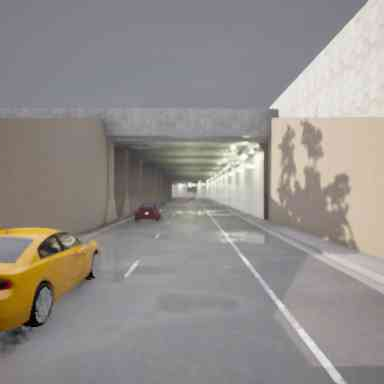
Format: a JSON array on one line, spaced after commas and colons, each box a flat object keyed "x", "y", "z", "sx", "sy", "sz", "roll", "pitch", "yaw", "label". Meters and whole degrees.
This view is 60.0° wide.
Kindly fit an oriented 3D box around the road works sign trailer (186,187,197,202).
[{"x": -0.018, "y": 0.478, "z": 80.323, "sx": 2.380, "sy": 3.560, "sz": 2.880, "roll": 0, "pitch": 0, "yaw": 0, "label": "road works sign trailer"}]

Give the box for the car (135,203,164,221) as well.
[{"x": -3.412, "y": 1.568, "z": 27.064, "sx": 1.994, "sy": 1.385, "sz": 4.181, "roll": 0, "pitch": 0, "yaw": 0, "label": "car"}]

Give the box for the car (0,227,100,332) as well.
[{"x": -3.417, "y": 1.479, "z": 7.014, "sx": 1.882, "sy": 1.535, "sz": 5.008, "roll": 0, "pitch": 0, "yaw": 0, "label": "car"}]
